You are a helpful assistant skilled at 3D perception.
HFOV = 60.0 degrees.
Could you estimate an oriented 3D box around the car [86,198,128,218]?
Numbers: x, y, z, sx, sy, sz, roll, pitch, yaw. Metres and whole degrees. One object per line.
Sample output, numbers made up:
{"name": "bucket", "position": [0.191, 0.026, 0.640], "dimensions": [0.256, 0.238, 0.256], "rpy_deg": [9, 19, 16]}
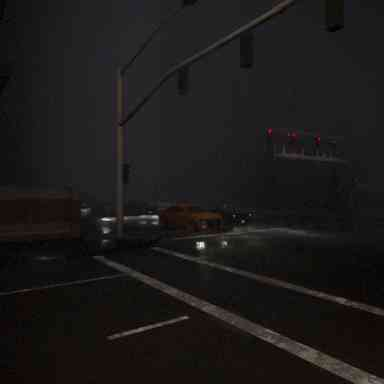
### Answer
{"name": "car", "position": [-8.016, 1.525, 31.013], "dimensions": [1.812, 1.442, 4.674], "rpy_deg": [0, 0, -36]}

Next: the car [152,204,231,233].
{"name": "car", "position": [-0.192, 1.478, 20.124], "dimensions": [1.882, 1.535, 5.008], "rpy_deg": [0, 0, -36]}

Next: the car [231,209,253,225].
{"name": "car", "position": [1.971, 1.601, 23.214], "dimensions": [1.895, 1.301, 4.718], "rpy_deg": [0, 0, -37]}

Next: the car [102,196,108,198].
{"name": "car", "position": [-16.830, 1.478, 61.608], "dimensions": [1.882, 1.535, 5.008], "rpy_deg": [0, 0, -36]}

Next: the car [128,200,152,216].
{"name": "car", "position": [-5.473, 1.548, 33.470], "dimensions": [2.033, 1.411, 5.357], "rpy_deg": [0, 0, -36]}

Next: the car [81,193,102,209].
{"name": "car", "position": [-15.022, 1.214, 46.788], "dimensions": [2.150, 2.045, 5.566], "rpy_deg": [0, 1, -35]}
